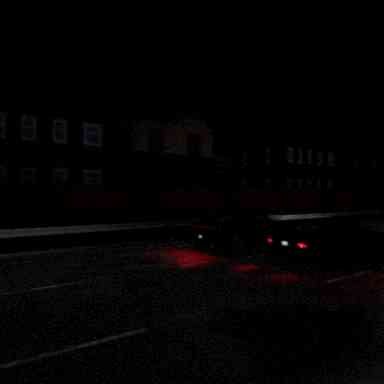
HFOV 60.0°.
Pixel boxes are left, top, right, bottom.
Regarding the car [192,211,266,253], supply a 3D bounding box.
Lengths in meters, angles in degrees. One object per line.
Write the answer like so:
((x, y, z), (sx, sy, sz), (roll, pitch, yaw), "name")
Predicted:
((2.336, 1.544, 14.025), (5.008, 1.535, 1.882), (0, 0, -35), "car")

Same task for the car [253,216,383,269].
((4.846, 1.618, 11.510), (5.357, 1.411, 2.033), (0, 0, -35), "car")
